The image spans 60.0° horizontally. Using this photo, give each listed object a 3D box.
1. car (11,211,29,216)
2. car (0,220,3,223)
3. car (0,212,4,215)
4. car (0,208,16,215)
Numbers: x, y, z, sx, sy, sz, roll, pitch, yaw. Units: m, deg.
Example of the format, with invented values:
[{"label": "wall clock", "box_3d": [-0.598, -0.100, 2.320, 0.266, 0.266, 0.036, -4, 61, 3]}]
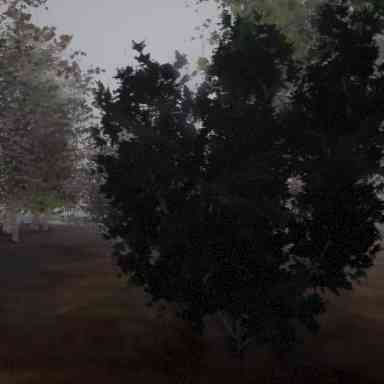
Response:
[{"label": "car", "box_3d": [-39.551, 4.508, 77.212, 2.435, 2.045, 5.566, 0, 1, 19]}, {"label": "car", "box_3d": [-25.335, 4.693, 41.980, 5.566, 2.045, 2.435, 1, 0, 17]}, {"label": "car", "box_3d": [-35.190, 4.597, 57.092, 5.566, 2.045, 2.435, 0, 0, 17]}, {"label": "car", "box_3d": [-46.596, 4.752, 82.871, 2.002, 1.452, 4.674, 0, 1, 19]}]
